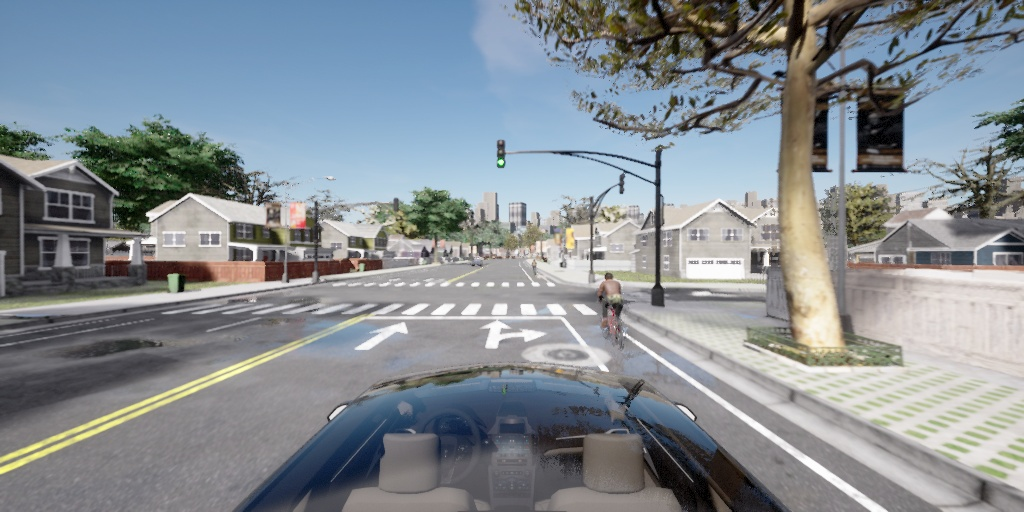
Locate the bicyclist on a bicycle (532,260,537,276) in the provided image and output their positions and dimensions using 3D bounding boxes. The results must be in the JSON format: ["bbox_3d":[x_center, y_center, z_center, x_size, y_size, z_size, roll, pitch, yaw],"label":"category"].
[{"bbox_3d":[2.251,1.207,36.171,0.582,1.620,1.656,0,0,0],"label":"bicyclist on a bicycle"}]

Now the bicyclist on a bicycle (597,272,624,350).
[{"bbox_3d":[2.250,1.207,8.191,0.582,1.620,1.656,0,0,0],"label":"bicyclist on a bicycle"}]
